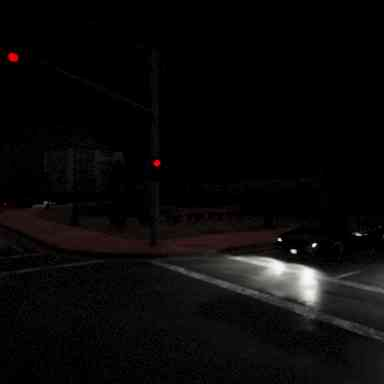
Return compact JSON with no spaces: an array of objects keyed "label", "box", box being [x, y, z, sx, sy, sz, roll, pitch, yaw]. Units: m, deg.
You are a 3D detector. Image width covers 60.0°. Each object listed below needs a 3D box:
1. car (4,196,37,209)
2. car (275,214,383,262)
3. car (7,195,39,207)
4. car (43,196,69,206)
[{"label":"car","box":[-23.707,1.595,45.809,1.895,1.301,4.718,0,0,0]},{"label":"car","box":[5.502,1.534,12.261,5.357,1.411,2.033,0,0,-34]},{"label":"car","box":[-26.789,1.344,52.875,2.097,1.767,4.553,0,0,10]},{"label":"car","box":[-22.653,1.478,55.731,2.128,1.511,4.902,0,0,17]}]
